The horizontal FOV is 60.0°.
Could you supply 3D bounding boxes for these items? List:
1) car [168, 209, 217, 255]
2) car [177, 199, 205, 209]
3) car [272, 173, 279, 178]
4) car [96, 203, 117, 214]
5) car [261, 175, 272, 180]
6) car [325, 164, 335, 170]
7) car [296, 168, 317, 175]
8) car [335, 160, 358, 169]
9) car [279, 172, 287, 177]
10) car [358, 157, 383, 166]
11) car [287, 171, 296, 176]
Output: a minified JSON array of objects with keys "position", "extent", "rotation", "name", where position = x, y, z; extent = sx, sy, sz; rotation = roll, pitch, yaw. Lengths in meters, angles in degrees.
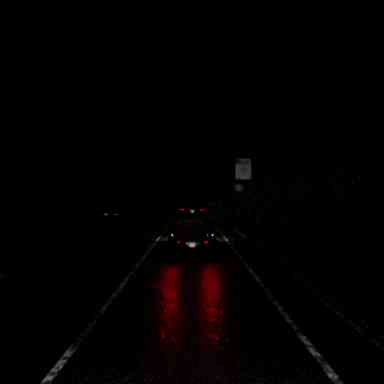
[{"position":[0.025,1.665,13.851],"extent":[1.812,1.442,4.674],"rotation":[0,-1,0],"name":"car"},{"position":[-0.068,1.602,27.610],"extent":[2.150,2.045,5.566],"rotation":[0,-1,-2],"name":"car"},{"position":[21.128,-3.734,77.929],"extent":[2.185,1.767,4.553],"rotation":[0,0,-1],"name":"car"},{"position":[-15.552,2.953,60.309],"extent":[2.150,2.045,5.566],"rotation":[0,-3,-36],"name":"car"},{"position":[20.887,-3.611,88.943],"extent":[2.231,1.521,4.892],"rotation":[0,0,-1],"name":"car"},{"position":[21.730,-3.553,50.304],"extent":[2.231,1.521,4.892],"rotation":[0,0,-1],"name":"car"},{"position":[21.492,-3.705,61.242],"extent":[2.185,1.767,4.553],"rotation":[0,0,-1],"name":"car"},{"position":[21.859,-3.528,44.786],"extent":[2.231,1.521,4.892],"rotation":[0,0,-1],"name":"car"},{"position":[21.248,-3.727,72.410],"extent":[2.185,1.767,4.553],"rotation":[0,0,-1],"name":"car"},{"position":[22.093,-3.445,39.243],"extent":[2.002,1.452,4.674],"rotation":[0,0,-2],"name":"car"},{"position":[21.372,-3.550,66.735],"extent":[2.002,1.452,4.674],"rotation":[0,0,-1],"name":"car"}]
